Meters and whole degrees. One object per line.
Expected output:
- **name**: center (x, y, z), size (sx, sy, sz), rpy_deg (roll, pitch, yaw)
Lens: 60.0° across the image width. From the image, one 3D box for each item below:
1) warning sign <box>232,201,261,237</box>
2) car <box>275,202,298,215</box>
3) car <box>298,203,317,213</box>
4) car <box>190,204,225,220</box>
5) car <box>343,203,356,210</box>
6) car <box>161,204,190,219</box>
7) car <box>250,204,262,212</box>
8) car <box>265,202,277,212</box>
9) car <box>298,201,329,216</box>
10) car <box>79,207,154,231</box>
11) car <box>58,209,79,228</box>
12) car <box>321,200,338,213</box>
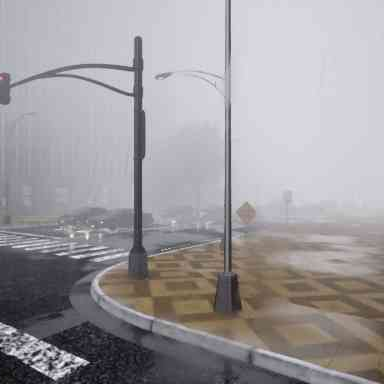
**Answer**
- **warning sign**: center (3.050, 1.454, 18.585), size (1.300, 1.860, 1.060), rpy_deg (1, 1, 33)
- **car**: center (13.573, 2.450, 46.230), size (1.895, 1.301, 4.718), rpy_deg (0, -1, 33)
- **car**: center (19.008, 2.593, 54.795), size (1.994, 1.385, 4.181), rpy_deg (0, -1, 33)
- **car**: center (2.252, 2.058, 34.872), size (2.128, 1.511, 4.902), rpy_deg (0, -1, 33)
- **car**: center (31.294, 2.837, 65.824), size (1.812, 1.442, 4.674), rpy_deg (0, -1, 33)
- **car**: center (-1.329, 2.038, 35.306), size (1.837, 1.490, 4.892), rpy_deg (0, -1, 33)
- **car**: center (9.231, 2.482, 51.649), size (1.895, 1.301, 4.718), rpy_deg (0, -1, 33)
- **car**: center (12.986, 2.269, 51.451), size (2.097, 1.767, 4.553), rpy_deg (0, -1, 33)
- **car**: center (16.242, 2.343, 44.378), size (2.128, 1.511, 4.902), rpy_deg (0, -1, 33)
- **car**: center (-4.956, 1.874, 23.638), size (2.033, 1.411, 5.357), rpy_deg (0, -1, 33)
- **car**: center (-7.828, 1.844, 25.166), size (1.812, 1.442, 4.674), rpy_deg (0, -1, 31)
- **car**: center (21.762, 2.254, 53.069), size (2.150, 2.045, 5.566), rpy_deg (0, -1, 33)
